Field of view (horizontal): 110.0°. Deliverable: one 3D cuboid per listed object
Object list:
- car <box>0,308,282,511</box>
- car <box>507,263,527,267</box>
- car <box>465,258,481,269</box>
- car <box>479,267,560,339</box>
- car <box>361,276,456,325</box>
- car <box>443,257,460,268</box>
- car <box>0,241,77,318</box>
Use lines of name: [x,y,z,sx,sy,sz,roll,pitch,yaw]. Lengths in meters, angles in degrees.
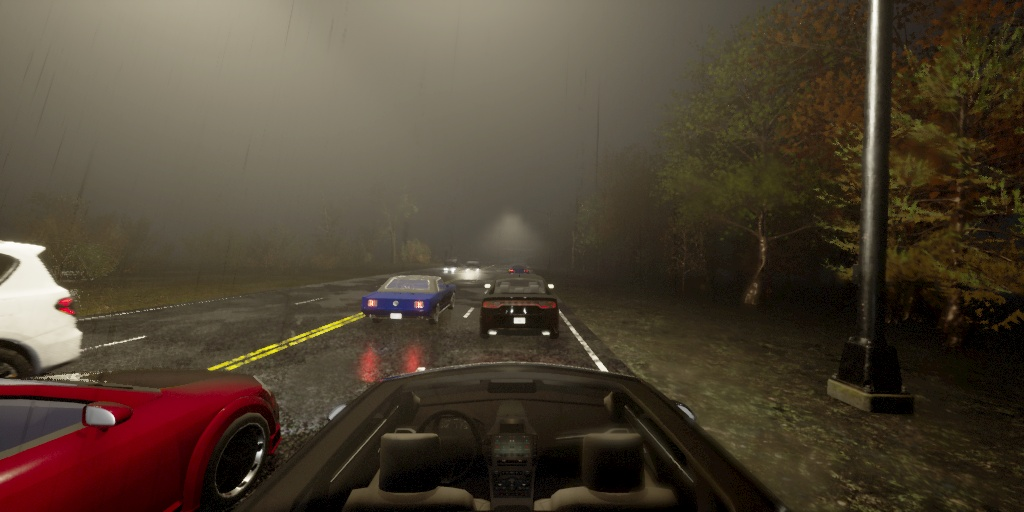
car: [-3.141,1.241,1.621,1.994,1.385,4.181,2,0,1]
car: [0.533,1.296,30.611,1.812,1.442,4.674,1,0,0]
car: [-5.680,1.090,53.234,1.812,1.442,4.674,2,0,2]
car: [0.203,1.235,10.163,1.882,1.535,5.008,0,0,1]
car: [-3.014,1.281,11.575,1.895,1.301,4.718,2,0,0]
car: [-8.921,0.958,53.454,2.128,1.511,4.902,2,0,2]
car: [-6.573,0.793,2.169,2.150,2.045,5.566,2,0,1]
